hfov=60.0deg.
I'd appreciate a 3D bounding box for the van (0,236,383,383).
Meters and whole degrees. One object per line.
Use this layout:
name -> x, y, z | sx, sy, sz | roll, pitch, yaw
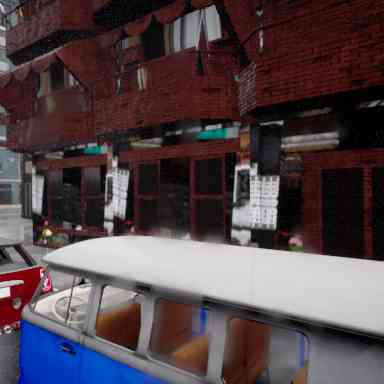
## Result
van -> 0.266, 1.341, 2.543 | 3.998, 1.788, 1.690 | 0, -1, 35
